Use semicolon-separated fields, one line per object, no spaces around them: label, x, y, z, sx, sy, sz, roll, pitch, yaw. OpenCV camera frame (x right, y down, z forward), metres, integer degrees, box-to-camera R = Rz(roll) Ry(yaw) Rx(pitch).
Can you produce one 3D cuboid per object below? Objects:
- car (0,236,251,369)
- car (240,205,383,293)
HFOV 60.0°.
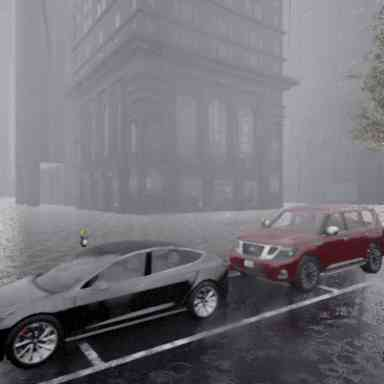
car;-1.275;1.566;5.740;4.313;1.339;1.947;0;0;-35
car;3.347;1.314;9.037;5.009;1.841;2.192;0;0;-35
